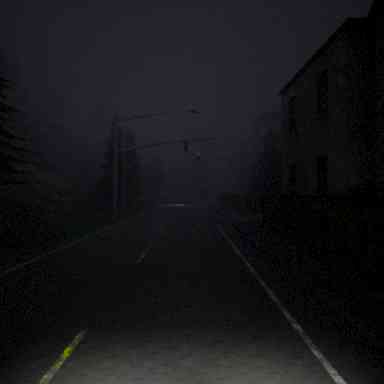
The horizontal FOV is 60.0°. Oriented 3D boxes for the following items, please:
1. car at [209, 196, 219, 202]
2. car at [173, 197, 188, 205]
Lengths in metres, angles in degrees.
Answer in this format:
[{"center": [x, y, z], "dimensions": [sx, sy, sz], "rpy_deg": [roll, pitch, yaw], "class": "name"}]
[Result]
[{"center": [5.917, 1.636, 76.282], "dimensions": [1.812, 1.442, 4.674], "rpy_deg": [0, 0, 44], "class": "car"}, {"center": [-2.029, 1.618, 62.721], "dimensions": [1.812, 1.442, 4.674], "rpy_deg": [0, 0, 16], "class": "car"}]
